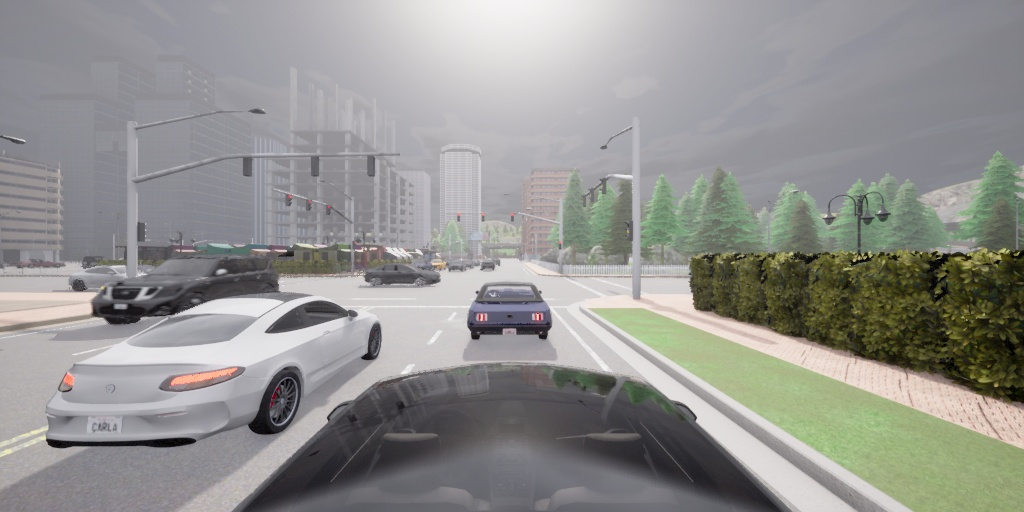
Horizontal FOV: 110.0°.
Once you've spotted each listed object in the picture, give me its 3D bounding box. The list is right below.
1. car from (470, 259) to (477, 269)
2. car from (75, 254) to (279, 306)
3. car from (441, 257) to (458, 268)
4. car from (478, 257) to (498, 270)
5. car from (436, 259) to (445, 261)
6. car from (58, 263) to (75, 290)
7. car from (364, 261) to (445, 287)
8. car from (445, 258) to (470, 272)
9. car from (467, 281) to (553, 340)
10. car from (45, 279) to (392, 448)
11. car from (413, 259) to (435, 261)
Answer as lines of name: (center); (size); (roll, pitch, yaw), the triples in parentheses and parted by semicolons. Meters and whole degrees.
car: (-7.052, 1.255, 56.011); (1.837, 1.490, 4.892); (0, 0, 0)
car: (-10.349, 0.971, 12.157); (2.150, 2.045, 5.566); (1, 0, -2)
car: (-10.529, 1.102, 60.594); (2.097, 1.767, 4.553); (0, 0, 0)
car: (-3.365, 1.255, 51.948); (1.837, 1.490, 4.892); (0, 0, 0)
car: (-10.566, 1.228, 50.524); (1.882, 1.535, 5.008); (0, 0, 0)
car: (-22.777, 1.276, 20.781); (4.674, 1.442, 1.812); (0, 0, 2)
car: (-7.238, 1.255, 23.844); (4.892, 1.490, 1.837); (0, 0, 2)
car: (-7.075, 1.255, 46.901); (1.837, 1.490, 4.892); (0, 0, 0)
car: (-0.089, 1.351, 9.969); (1.895, 1.301, 4.718); (0, 0, -1)
car: (-3.505, 1.276, 5.362); (1.812, 1.442, 4.674); (0, 0, -1)
car: (-10.713, 1.102, 41.561); (2.097, 1.767, 4.553); (0, 0, 3)
